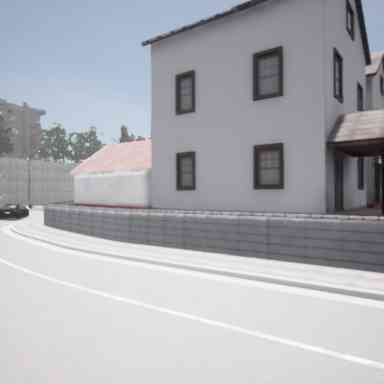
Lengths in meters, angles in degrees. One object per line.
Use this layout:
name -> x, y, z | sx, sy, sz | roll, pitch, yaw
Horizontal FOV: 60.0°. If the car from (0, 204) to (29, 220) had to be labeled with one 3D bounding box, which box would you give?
car -> -16.825, 1.829, 31.429 | 1.994, 1.385, 4.181 | 0, 0, -14
